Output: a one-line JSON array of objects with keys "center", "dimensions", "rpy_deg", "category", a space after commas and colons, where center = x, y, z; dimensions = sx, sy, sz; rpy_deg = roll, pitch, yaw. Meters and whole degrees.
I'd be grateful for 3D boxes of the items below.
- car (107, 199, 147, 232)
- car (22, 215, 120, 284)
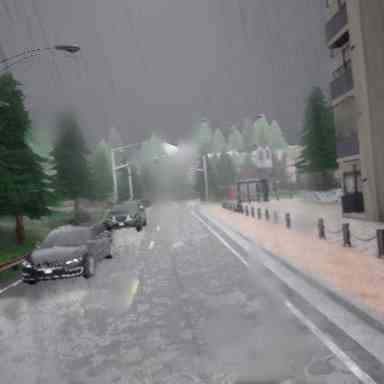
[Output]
[{"center": [-4.445, 1.616, 23.065], "dimensions": [2.150, 2.045, 5.566], "rpy_deg": [-5, 0, -2], "category": "car"}, {"center": [-3.933, 1.862, 11.241], "dimensions": [1.837, 1.490, 4.892], "rpy_deg": [-5, 0, -2], "category": "car"}]
